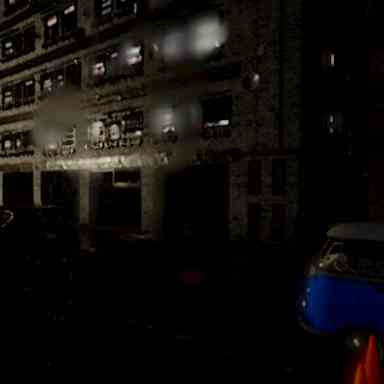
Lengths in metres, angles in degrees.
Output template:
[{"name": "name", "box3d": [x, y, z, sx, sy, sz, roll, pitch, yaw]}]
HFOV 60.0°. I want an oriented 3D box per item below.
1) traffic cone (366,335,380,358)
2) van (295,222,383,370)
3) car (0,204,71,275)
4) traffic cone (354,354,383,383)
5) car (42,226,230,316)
[{"name": "traffic cone", "box3d": [2.092, 1.954, 3.848, 0.340, 0.580, 0.340, 0, 1, 25]}, {"name": "van", "box3d": [3.439, 1.342, 4.056, 3.998, 1.788, 1.690, 0, 1, 35]}, {"name": "car", "box3d": [-5.835, 1.307, 10.562, 5.009, 1.841, 2.192, 0, 1, 35]}, {"name": "traffic cone", "box3d": [1.636, 1.955, 3.218, 0.340, 0.580, 0.340, 0, 0, 35]}, {"name": "car", "box3d": [-1.196, 1.579, 7.312, 4.206, 1.307, 1.802, 0, 1, 35]}]
